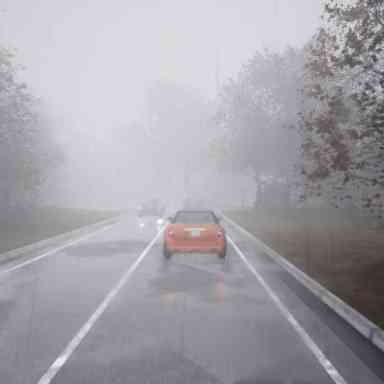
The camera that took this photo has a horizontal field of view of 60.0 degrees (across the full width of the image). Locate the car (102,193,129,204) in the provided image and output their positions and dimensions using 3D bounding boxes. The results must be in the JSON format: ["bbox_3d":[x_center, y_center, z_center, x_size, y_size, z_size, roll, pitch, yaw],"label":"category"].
[{"bbox_3d":[-14.743,1.192,64.431,2.150,2.045,5.566,-1,0,36],"label":"car"}]

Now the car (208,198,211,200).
[{"bbox_3d":[1.653,1.562,71.184,4.718,1.301,1.895,0,0,9],"label":"car"}]

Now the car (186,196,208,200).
[{"bbox_3d":[0.153,1.337,30.264,2.097,1.767,4.553,0,0,1],"label":"car"}]

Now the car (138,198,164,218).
[{"bbox_3d":[-3.518,1.337,29.938,2.097,1.767,4.553,0,0,1],"label":"car"}]

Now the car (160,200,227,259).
[{"bbox_3d":[0.106,1.346,12.766,2.097,1.767,4.553,0,0,0],"label":"car"}]
